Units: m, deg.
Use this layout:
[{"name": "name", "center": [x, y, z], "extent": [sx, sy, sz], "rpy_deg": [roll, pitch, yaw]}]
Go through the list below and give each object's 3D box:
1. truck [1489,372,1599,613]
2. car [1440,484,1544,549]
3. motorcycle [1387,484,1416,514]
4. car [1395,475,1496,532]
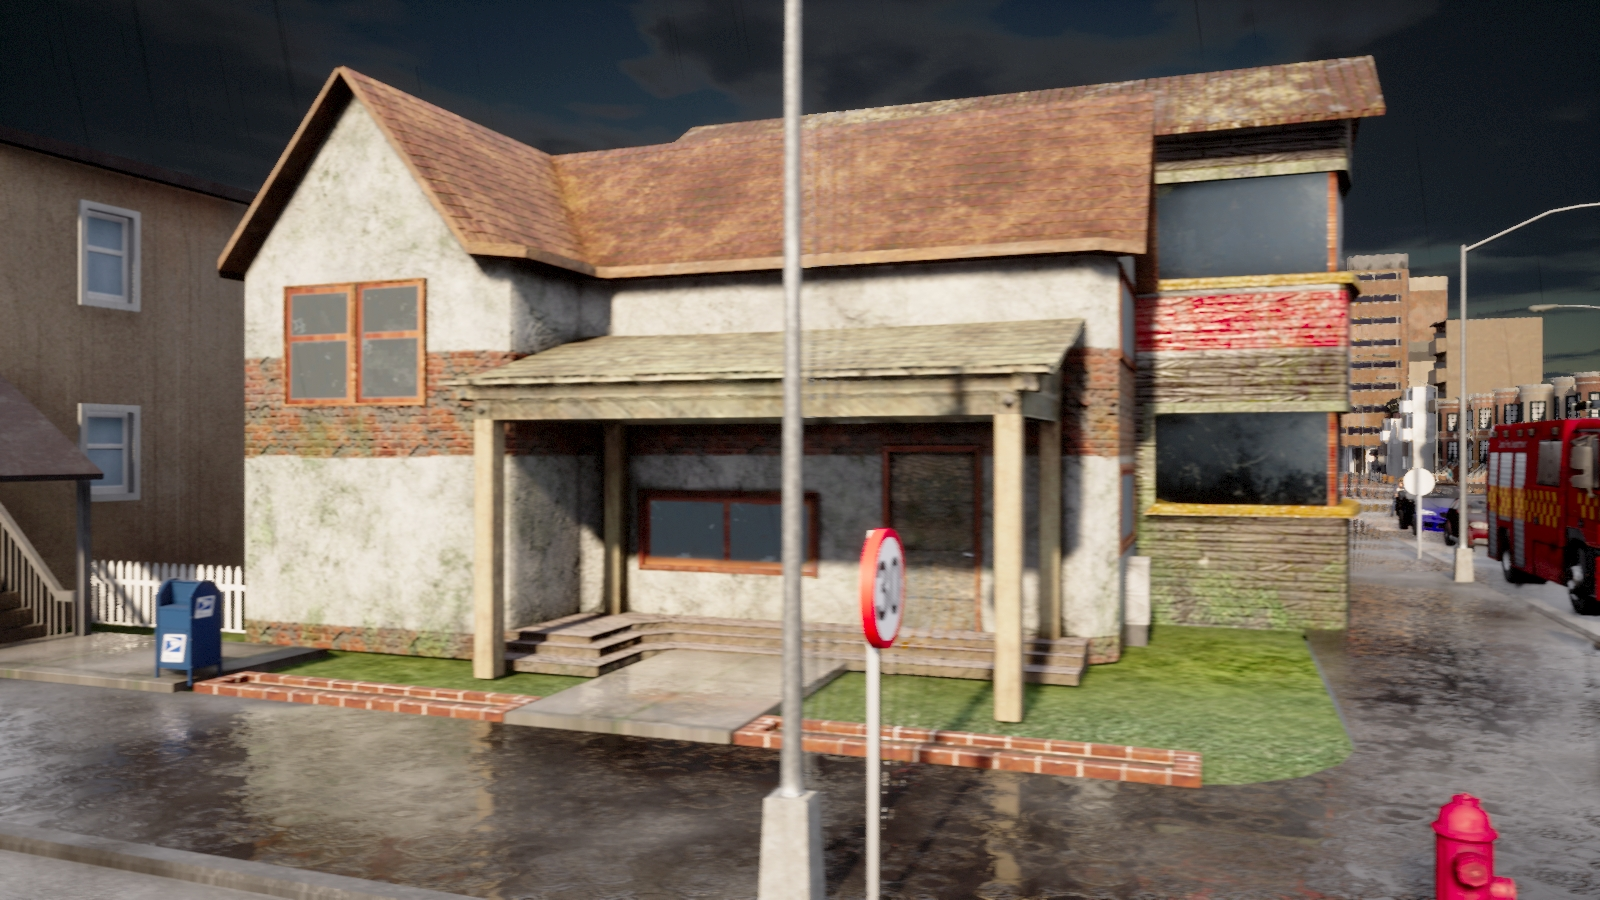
[{"name": "truck", "center": [15.282, 0.674, 21.015], "extent": [2.891, 3.827, 8.468], "rpy_deg": [0, 0, 20]}, {"name": "car", "center": [19.264, 1.802, 31.974], "extent": [1.789, 1.549, 3.705], "rpy_deg": [0, 0, 20]}, {"name": "motorcycle", "center": [24.808, 1.996, 47.167], "extent": [0.803, 1.145, 2.033], "rpy_deg": [0, 0, 20]}, {"name": "car", "center": [21.669, 1.751, 38.558], "extent": [2.242, 1.667, 4.611], "rpy_deg": [0, 0, 20]}]
